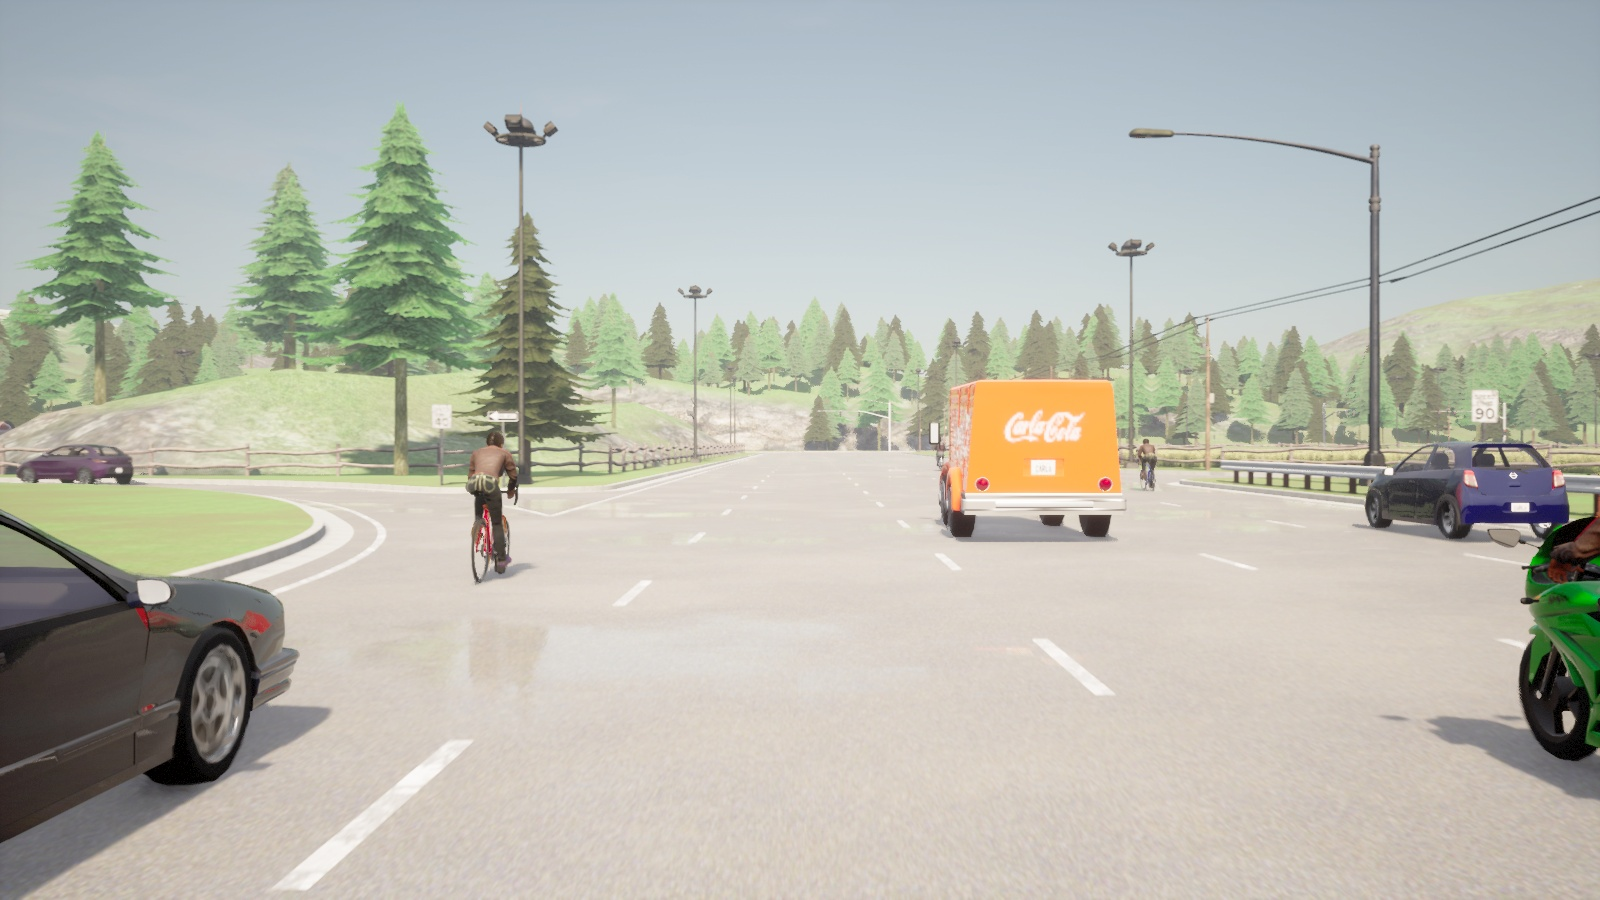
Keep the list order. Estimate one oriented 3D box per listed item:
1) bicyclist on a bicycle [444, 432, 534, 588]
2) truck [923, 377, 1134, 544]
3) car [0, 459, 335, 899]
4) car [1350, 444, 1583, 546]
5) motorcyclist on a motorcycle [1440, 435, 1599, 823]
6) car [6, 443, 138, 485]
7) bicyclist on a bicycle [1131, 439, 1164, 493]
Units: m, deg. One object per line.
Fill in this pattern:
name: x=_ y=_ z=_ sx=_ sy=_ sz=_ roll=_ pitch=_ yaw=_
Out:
bicyclist on a bicycle: x=-3.407 y=0.618 z=13.872 sx=0.582 sy=1.620 sz=1.656 roll=0 pitch=0 yaw=0
truck: x=3.636 y=0.143 z=21.189 sx=2.627 sy=2.467 sz=5.204 roll=0 pitch=0 yaw=0
car: x=-3.463 y=0.769 z=3.888 sx=2.033 sy=1.411 sz=5.357 roll=0 pitch=0 yaw=0
car: x=10.630 y=0.654 z=20.342 sx=1.845 sy=1.501 sz=3.633 roll=0 pitch=0 yaw=0
motorcyclist on a motorcycle: x=3.545 y=0.702 z=5.155 sx=0.797 sy=1.523 sz=2.044 roll=0 pitch=0 yaw=0
car: x=-26.196 y=0.484 z=45.195 sx=4.193 sy=1.474 sz=1.816 roll=0 pitch=0 yaw=20
bicyclist on a bicycle: x=10.735 y=0.489 z=38.806 sx=0.582 sy=1.620 sz=1.656 roll=0 pitch=0 yaw=0
